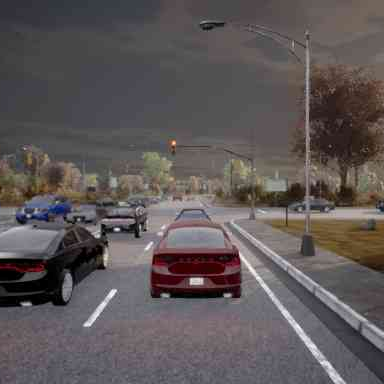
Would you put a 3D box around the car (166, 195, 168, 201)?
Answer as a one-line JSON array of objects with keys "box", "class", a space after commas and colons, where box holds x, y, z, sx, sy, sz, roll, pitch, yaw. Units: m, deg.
[{"box": [-7.253, 1.531, 86.811, 2.033, 1.411, 5.357, 0, 0, 0], "class": "car"}]

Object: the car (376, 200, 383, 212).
[{"box": [23.269, 1.212, 36.422, 5.566, 2.045, 2.150, 0, 0, 3], "class": "car"}]

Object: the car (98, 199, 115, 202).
[{"box": [-12.317, 1.601, 46.179, 1.895, 1.301, 4.718, 0, 0, 23], "class": "car"}]

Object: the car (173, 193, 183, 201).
[{"box": [-3.751, 1.218, 85.368, 2.150, 2.045, 5.566, 0, 0, 0], "class": "car"}]

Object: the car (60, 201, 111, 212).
[{"box": [-7.167, 1.564, 23.095, 1.994, 1.385, 4.181, 0, 0, 0], "class": "car"}]

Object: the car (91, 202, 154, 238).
[{"box": [-3.443, 1.492, 17.552, 2.128, 1.511, 4.902, 0, 0, -1], "class": "car"}]

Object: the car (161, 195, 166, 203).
[{"box": [-7.215, 1.524, 72.155, 1.812, 1.442, 4.674, 0, 0, 0], "class": "car"}]

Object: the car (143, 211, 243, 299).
[{"box": [0.077, 1.478, 8.542, 1.882, 1.535, 5.008, 0, 0, 0], "class": "car"}]

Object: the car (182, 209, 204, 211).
[{"box": [0.051, 1.564, 17.531, 1.994, 1.385, 4.181, 0, 0, 0], "class": "car"}]

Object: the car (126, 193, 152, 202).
[{"box": [-7.229, 1.223, 45.814, 2.150, 2.045, 5.566, 0, 0, 0], "class": "car"}]

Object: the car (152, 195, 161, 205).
[{"box": [-7.251, 1.354, 59.717, 2.097, 1.767, 4.553, 0, 0, 0], "class": "car"}]

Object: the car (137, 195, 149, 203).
[{"box": [-10.718, 1.478, 72.905, 1.882, 1.535, 5.008, 0, 0, 0], "class": "car"}]

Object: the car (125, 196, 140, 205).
[{"box": [-10.749, 1.504, 60.247, 1.837, 1.490, 4.892, 0, 0, 0], "class": "car"}]

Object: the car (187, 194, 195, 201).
[{"box": [-0.252, 1.348, 85.735, 2.097, 1.767, 4.553, 0, 0, 0], "class": "car"}]

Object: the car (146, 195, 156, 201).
[{"box": [-10.754, 1.489, 87.644, 1.837, 1.490, 4.892, 0, 0, 0], "class": "car"}]

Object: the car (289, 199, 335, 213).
[{"box": [13.272, 1.505, 36.935, 4.892, 1.490, 1.837, 0, 0, 3], "class": "car"}]

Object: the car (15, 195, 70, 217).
[{"box": [-10.672, 1.221, 24.472, 2.150, 2.045, 5.566, 0, 0, 0], "class": "car"}]

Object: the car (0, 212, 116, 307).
[{"box": [-3.421, 1.478, 8.065, 1.882, 1.535, 5.008, 0, 0, 0], "class": "car"}]
